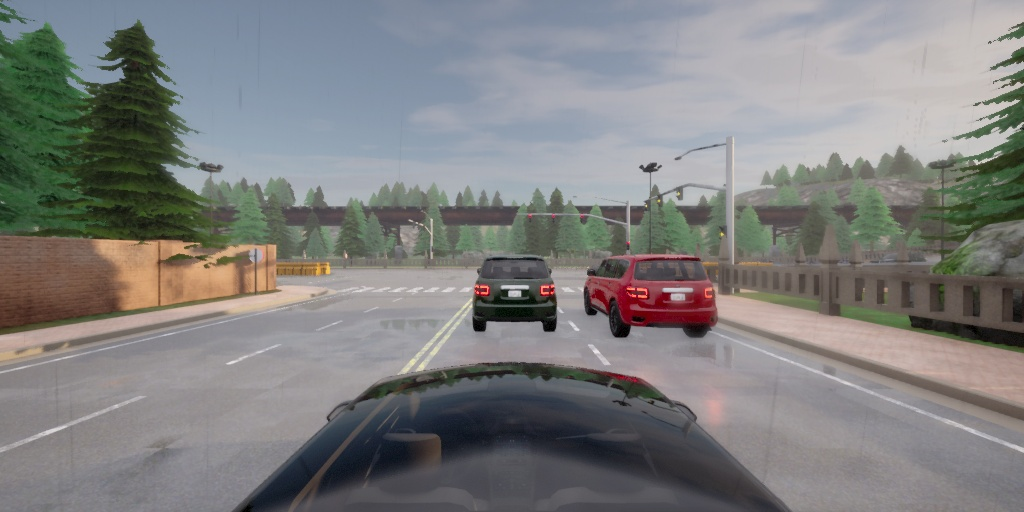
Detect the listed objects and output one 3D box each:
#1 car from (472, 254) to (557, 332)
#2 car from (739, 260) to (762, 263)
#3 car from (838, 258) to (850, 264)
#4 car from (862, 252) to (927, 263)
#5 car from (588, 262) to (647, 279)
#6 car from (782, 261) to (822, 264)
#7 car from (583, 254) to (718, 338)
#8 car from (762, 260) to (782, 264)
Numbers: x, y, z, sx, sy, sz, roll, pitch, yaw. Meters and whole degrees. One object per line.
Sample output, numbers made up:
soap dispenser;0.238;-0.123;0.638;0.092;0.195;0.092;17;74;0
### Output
car;0.071;0.971;11.021;2.150;2.045;5.566;0;0;0
car;25.834;1.241;42.051;4.902;1.511;2.128;0;0;0
car;41.762;1.081;45.505;4.902;1.511;2.128;-2;0;0
car;45.143;0.669;42.006;5.566;2.045;2.150;-3;0;-1
car;9.181;1.275;31.439;4.674;1.442;1.812;0;0;0
car;34.747;1.302;42.021;4.181;1.385;1.994;0;0;0
car;3.571;0.971;10.344;2.150;2.045;5.566;0;0;0
car;31.383;1.297;45.541;5.357;1.411;2.033;0;0;0
